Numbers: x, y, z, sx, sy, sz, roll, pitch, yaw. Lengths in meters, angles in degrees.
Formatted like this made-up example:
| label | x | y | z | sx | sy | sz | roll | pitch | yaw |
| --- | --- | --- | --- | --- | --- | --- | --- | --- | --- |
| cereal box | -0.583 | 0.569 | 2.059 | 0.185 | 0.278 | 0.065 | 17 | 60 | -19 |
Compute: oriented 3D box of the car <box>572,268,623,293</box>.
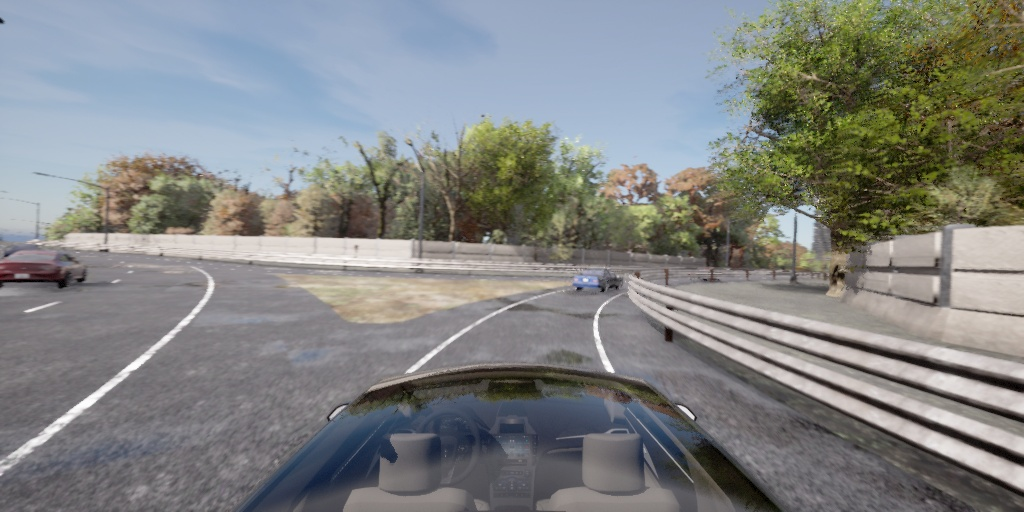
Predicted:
| label | x | y | z | sx | sy | sz | roll | pitch | yaw |
| --- | --- | --- | --- | --- | --- | --- | --- | --- | --- |
| car | 5.587 | 1.504 | 23.051 | 2.033 | 1.411 | 5.357 | 2 | 0 | 31 |

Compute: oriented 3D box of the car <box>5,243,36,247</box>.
| label | x | y | z | sx | sy | sz | roll | pitch | yaw |
| --- | --- | --- | --- | --- | --- | --- | --- | --- | --- |
| car | -42.672 | -0.415 | 31.362 | 4.181 | 1.385 | 1.994 | 2 | 0 | 34 |

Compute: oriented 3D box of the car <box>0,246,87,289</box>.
| label | x | y | z | sx | sy | sz | roll | pitch | yaw |
| --- | --- | --- | --- | --- | --- | --- | --- | --- | --- |
| car | -19.209 | 0.498 | 14.696 | 1.812 | 1.442 | 4.674 | 3 | 0 | -41 |

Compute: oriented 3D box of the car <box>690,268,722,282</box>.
| label | x | y | z | sx | sy | sz | roll | pitch | yaw |
| --- | --- | --- | --- | --- | --- | --- | --- | --- | --- |
| car | 22.219 | 2.086 | 40.975 | 5.008 | 1.535 | 1.882 | 2 | 0 | -38 |
